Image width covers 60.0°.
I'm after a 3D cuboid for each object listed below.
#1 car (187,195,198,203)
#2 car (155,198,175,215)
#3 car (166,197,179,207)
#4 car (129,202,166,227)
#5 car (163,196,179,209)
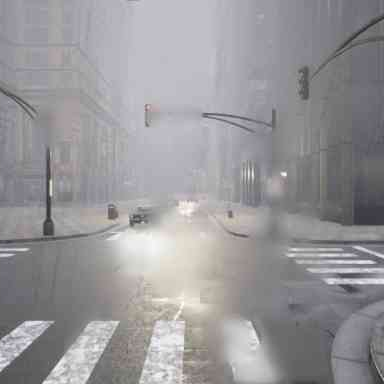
[{"bbox_3d":[0.084,1.366,69.632,2.097,1.767,4.553,0,0,0],"label":"car"},{"bbox_3d":[-3.101,1.564,33.102,1.994,1.385,4.181,0,0,0],"label":"car"},{"bbox_3d":[-3.064,1.531,53.145,1.812,1.442,4.674,0,0,1],"label":"car"},{"bbox_3d":[-3.105,1.601,23.160,1.895,1.301,4.718,0,0,0],"label":"car"},{"bbox_3d":[-3.106,1.354,43.104,2.097,1.767,4.553,0,0,0],"label":"car"}]
